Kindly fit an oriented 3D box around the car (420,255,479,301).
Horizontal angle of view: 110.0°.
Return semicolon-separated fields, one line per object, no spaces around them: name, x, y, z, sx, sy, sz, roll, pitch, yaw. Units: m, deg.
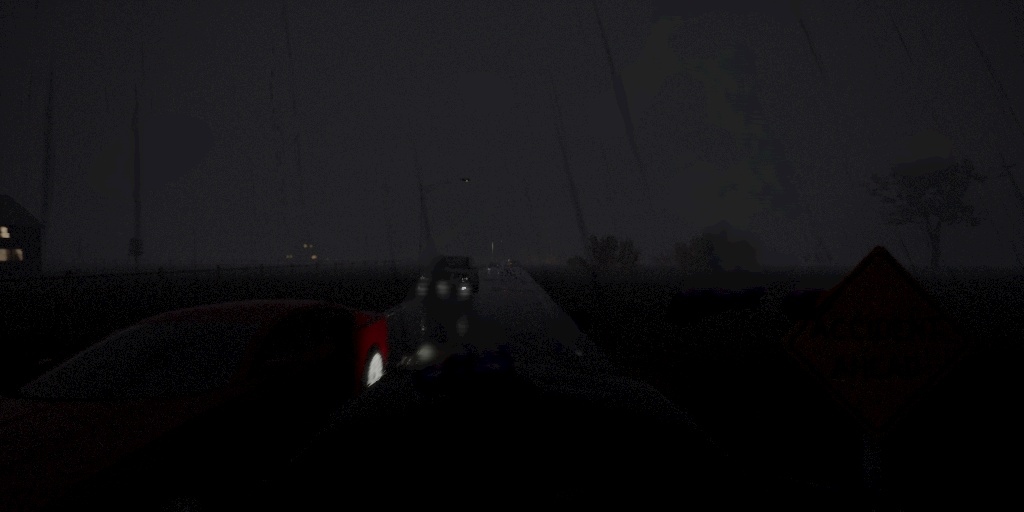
car;-2.861;0.965;17.575;2.150;2.045;5.566;0;0;0

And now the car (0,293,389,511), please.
car;-2.852;1.229;3.601;1.882;1.535;5.008;0;0;0

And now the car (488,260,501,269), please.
car;-2.890;1.389;59.139;1.895;1.301;4.718;0;0;1

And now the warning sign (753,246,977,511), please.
warning sign;2.452;0.862;2.443;1.300;1.860;1.060;0;0;0
